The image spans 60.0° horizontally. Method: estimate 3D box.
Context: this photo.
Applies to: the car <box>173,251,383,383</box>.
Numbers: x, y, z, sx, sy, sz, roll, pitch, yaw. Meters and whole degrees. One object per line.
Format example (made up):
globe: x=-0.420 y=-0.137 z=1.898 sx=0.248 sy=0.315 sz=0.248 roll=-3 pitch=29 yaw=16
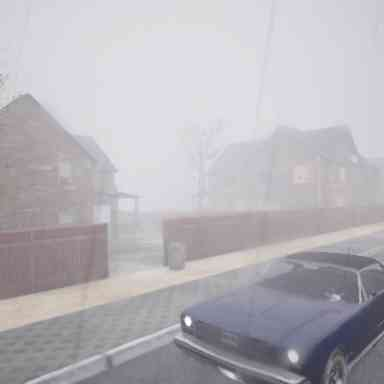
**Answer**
car: x=1.960 y=1.714 z=5.261 sx=1.895 sy=1.301 sz=4.718 roll=-3 pitch=-2 yaw=44
